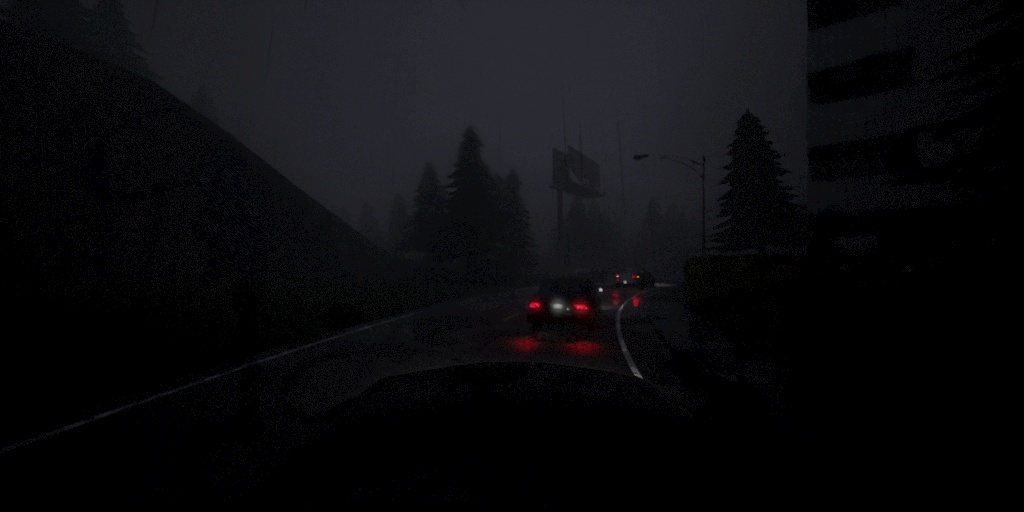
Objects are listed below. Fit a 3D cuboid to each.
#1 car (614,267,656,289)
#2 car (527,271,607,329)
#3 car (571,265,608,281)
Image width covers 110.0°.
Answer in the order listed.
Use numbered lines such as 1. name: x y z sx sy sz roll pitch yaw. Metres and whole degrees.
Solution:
1. car: 8.710 1.499 25.382 1.812 1.442 4.674 0 -1 34
2. car: 1.892 1.384 11.715 2.033 1.411 5.357 0 -1 16
3. car: 5.877 1.490 28.038 1.882 1.535 5.008 0 -1 37
